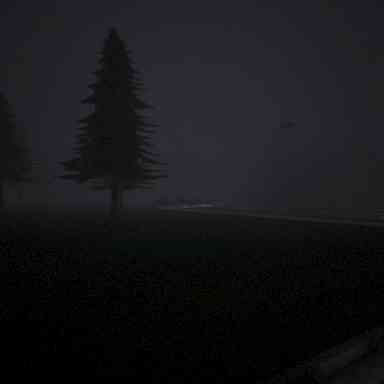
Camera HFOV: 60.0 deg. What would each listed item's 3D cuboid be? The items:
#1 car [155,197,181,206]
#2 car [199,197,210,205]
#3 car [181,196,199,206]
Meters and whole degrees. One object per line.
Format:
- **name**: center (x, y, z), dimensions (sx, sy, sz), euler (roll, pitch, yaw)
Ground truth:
- **car**: center (-4.241, 1.478, 52.990), dimensions (1.812, 1.442, 4.674), euler (0, 0, -35)
- **car**: center (1.178, 1.506, 57.446), dimensions (1.994, 1.385, 4.181), euler (0, 0, -35)
- **car**: center (-1.403, 1.472, 55.038), dimensions (1.812, 1.442, 4.674), euler (0, 0, -35)
